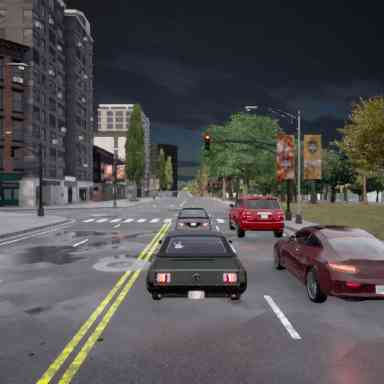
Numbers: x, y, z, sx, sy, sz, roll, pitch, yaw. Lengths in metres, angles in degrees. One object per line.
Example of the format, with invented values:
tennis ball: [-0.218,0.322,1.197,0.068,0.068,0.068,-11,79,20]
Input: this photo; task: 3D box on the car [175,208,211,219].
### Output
car: [0.060,1.543,17.916,2.033,1.411,5.357,0,0,0]

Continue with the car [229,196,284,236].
car: [3.309,1.217,17.877,2.150,2.045,5.566,0,0,0]

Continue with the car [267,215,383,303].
car: [3.334,1.524,8.065,1.812,1.442,4.674,0,0,0]

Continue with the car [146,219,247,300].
car: [0.081,1.599,8.324,1.895,1.301,4.718,0,0,0]
